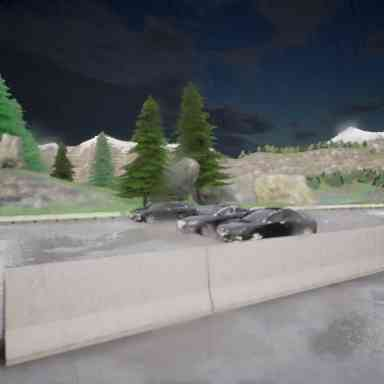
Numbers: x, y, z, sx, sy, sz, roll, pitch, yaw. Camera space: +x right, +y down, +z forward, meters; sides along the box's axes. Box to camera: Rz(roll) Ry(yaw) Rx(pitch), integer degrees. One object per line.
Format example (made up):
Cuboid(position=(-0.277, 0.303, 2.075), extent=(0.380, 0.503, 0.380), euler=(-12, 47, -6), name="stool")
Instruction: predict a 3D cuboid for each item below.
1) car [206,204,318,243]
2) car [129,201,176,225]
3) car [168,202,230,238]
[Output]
Cuboid(position=(3.256, 1.430, 14.219), extent=(4.892, 1.490, 1.837), euler=(0, 0, -31), name="car")
Cuboid(position=(-1.948, 1.399, 23.343), extent=(4.892, 1.490, 1.837), euler=(0, 0, -31), name="car")
Cuboid(position=(1.534, 1.405, 17.266), extent=(4.902, 1.511, 2.128), euler=(0, 0, -31), name="car")
